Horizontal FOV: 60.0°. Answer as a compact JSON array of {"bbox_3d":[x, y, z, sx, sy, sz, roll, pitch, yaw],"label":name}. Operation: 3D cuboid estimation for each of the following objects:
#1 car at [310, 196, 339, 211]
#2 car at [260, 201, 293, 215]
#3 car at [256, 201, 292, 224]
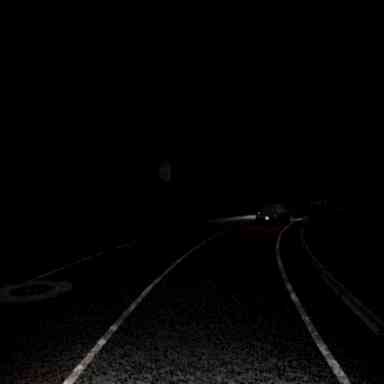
[{"bbox_3d":[15.524,1.225,38.927,2.097,1.767,4.553,-4,-2,40],"label":"car"},{"bbox_3d":[9.429,1.720,36.944,1.895,1.301,4.718,-4,-2,36],"label":"car"},{"bbox_3d":[6.005,1.536,24.425,1.812,1.442,4.674,-2,-1,25],"label":"car"}]
